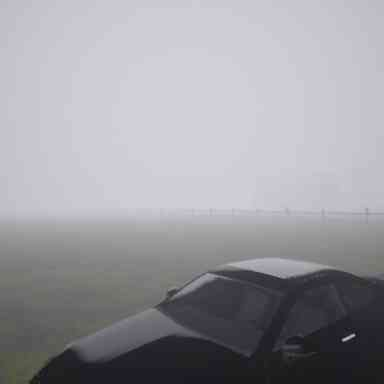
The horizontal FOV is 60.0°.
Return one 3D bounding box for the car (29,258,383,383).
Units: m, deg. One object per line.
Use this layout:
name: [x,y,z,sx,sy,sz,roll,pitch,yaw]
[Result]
car: [0.744,1.559,3.673,4.674,1.442,1.812,0,-1,-37]
